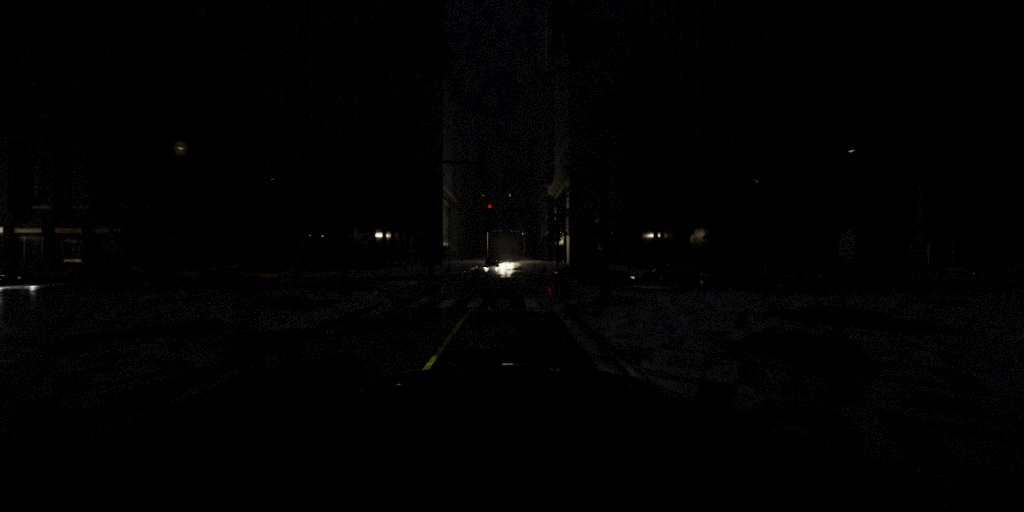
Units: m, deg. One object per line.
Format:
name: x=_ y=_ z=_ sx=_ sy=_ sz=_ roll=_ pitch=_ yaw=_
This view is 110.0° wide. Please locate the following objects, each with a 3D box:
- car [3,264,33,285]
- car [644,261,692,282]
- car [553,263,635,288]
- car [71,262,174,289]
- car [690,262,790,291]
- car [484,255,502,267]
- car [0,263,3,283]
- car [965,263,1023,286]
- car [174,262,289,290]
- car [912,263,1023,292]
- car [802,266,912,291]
car: x=-32.354 y=1.059 z=21.764 sx=4.892 sy=1.490 sz=1.837 roll=0 pitch=0 yaw=0
car: x=12.337 y=1.139 z=27.658 sx=4.097 sy=1.591 sz=1.967 roll=0 pitch=0 yaw=0
car: x=4.948 y=1.182 z=21.866 sx=4.892 sy=1.490 sz=1.837 roll=0 pitch=0 yaw=0
car: x=-20.056 y=1.078 z=19.034 sx=4.507 sy=1.381 sz=1.888 roll=0 pitch=0 yaw=0
car: x=12.333 y=1.176 z=19.133 sx=4.403 sy=1.370 sz=2.007 roll=0 pitch=0 yaw=0
car: x=-3.045 y=0.767 z=54.745 sx=2.097 sy=1.767 sz=4.553 roll=0 pitch=0 yaw=0
car: x=-30.656 y=1.079 z=19.002 sx=4.313 sy=1.339 sz=1.948 roll=0 pitch=0 yaw=0
car: x=35.357 y=1.260 z=25.055 sx=5.008 sy=1.535 sz=1.882 roll=0 pitch=-1 yaw=0
car: x=-14.587 y=1.071 z=19.051 sx=4.829 sy=1.417 sz=1.751 roll=0 pitch=0 yaw=0
car: x=23.840 y=1.195 z=19.168 sx=4.829 sy=1.417 sz=1.751 roll=0 pitch=0 yaw=0
car: x=18.003 y=1.211 z=19.151 sx=4.313 sy=1.339 sz=1.948 roll=0 pitch=0 yaw=0
